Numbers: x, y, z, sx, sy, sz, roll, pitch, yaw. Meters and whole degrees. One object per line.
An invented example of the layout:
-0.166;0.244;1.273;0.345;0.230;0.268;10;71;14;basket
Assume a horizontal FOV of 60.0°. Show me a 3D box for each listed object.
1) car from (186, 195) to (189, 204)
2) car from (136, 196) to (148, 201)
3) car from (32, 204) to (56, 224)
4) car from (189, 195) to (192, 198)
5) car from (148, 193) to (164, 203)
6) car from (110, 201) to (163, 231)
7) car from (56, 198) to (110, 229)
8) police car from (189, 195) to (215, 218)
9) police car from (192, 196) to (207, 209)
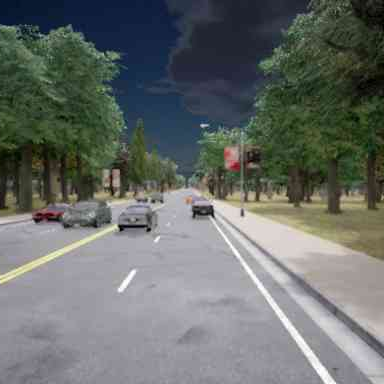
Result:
-0.024;1.291;63.216;2.097;1.767;4.553;0;0;0;car
-9.778;1.439;66.002;1.882;1.535;5.008;0;0;0;car
-9.859;1.569;24.458;1.895;1.301;4.718;0;0;0;car
0.959;1.305;39.552;2.097;1.767;4.553;0;0;0;car
-6.536;1.159;63.368;2.150;2.045;5.566;0;0;0;car
-3.159;1.522;20.129;2.033;1.411;5.357;0;0;0;car
-6.607;1.324;21.327;2.097;1.767;4.553;0;0;0;car
0.964;1.388;29.691;1.930;1.638;5.238;0;0;0;police car
0.958;1.375;45.693;1.930;1.638;5.238;0;0;0;police car
